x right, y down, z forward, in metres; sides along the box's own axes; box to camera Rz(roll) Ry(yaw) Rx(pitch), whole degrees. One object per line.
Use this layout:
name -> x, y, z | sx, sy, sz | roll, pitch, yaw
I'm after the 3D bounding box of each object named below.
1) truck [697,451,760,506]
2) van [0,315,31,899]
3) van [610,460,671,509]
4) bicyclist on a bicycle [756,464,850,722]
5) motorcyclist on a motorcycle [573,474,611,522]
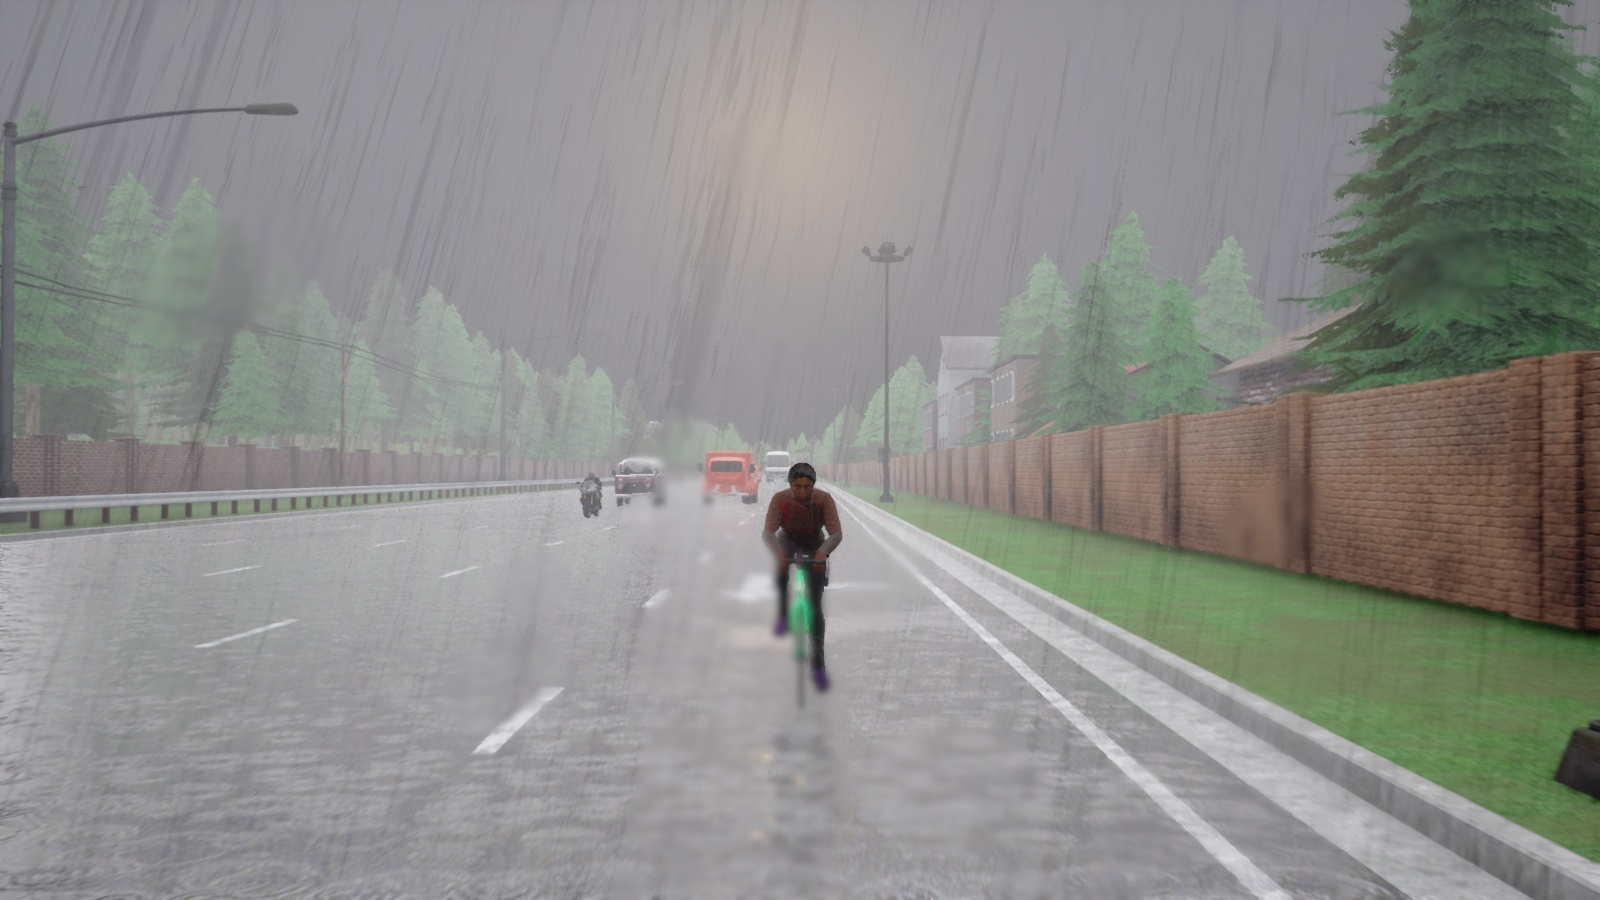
truck -> -3.304, 1.332, 59.205 | 2.627, 2.467, 5.204 | 0, -1, 0
van -> -3.504, 0.580, 1.776 | 2.069, 2.038, 4.480 | 0, -1, 0
van -> -6.820, 1.472, 54.182 | 2.069, 2.038, 4.480 | 0, -1, 0
bicyclist on a bicycle -> 0.022, 0.913, 8.744 | 0.582, 1.620, 1.656 | 0, -1, 0
motorcyclist on a motorcycle -> -6.864, 1.572, 41.519 | 0.866, 1.530, 2.191 | 0, -1, 0
